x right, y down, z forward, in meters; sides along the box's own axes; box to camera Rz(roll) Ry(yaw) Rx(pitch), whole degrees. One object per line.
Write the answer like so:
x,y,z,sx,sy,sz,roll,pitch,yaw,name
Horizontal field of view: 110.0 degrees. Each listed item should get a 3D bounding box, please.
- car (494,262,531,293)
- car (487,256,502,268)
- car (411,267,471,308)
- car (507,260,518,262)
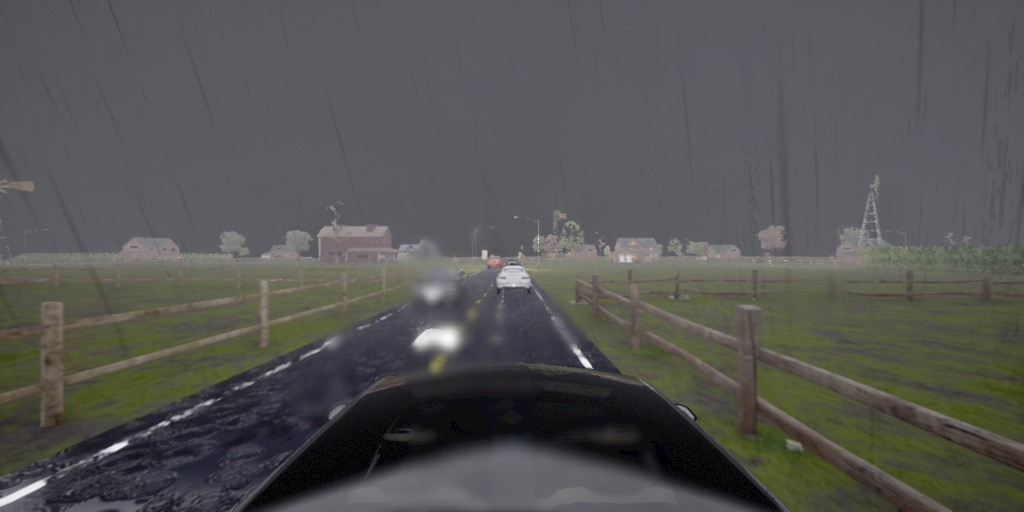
0.091,1.271,20.565,1.812,1.442,4.674,0,0,0,car
-2.812,0.944,58.517,2.150,2.045,5.566,0,0,1,car
-2.853,1.239,15.288,2.128,1.511,4.902,0,0,0,car
0.085,1.242,42.544,1.837,1.490,4.892,0,0,0,car
